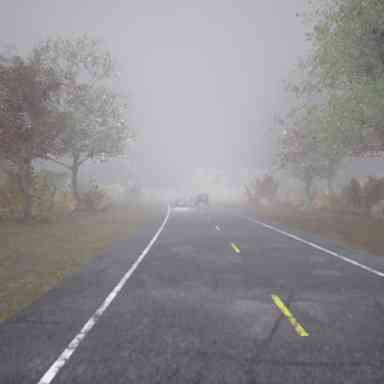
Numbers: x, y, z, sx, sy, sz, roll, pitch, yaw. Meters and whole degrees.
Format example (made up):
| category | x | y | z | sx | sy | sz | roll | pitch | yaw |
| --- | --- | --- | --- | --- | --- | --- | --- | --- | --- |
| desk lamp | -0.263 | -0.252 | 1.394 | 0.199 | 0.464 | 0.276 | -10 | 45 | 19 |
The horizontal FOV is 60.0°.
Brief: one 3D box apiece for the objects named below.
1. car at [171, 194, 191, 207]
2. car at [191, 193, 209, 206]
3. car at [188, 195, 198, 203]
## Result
| category | x | y | z | sx | sy | sz | roll | pitch | yaw |
| --- | --- | --- | --- | --- | --- | --- | --- | --- | --- |
| car | -1.705 | 1.445 | 49.477 | 2.128 | 1.511 | 4.902 | 0 | 0 | -4 |
| car | 1.568 | 1.196 | 54.834 | 2.150 | 2.045 | 5.566 | 0 | 0 | -4 |
| car | 0.178 | 1.405 | 71.624 | 1.882 | 1.535 | 5.008 | 0 | 0 | -4 |
